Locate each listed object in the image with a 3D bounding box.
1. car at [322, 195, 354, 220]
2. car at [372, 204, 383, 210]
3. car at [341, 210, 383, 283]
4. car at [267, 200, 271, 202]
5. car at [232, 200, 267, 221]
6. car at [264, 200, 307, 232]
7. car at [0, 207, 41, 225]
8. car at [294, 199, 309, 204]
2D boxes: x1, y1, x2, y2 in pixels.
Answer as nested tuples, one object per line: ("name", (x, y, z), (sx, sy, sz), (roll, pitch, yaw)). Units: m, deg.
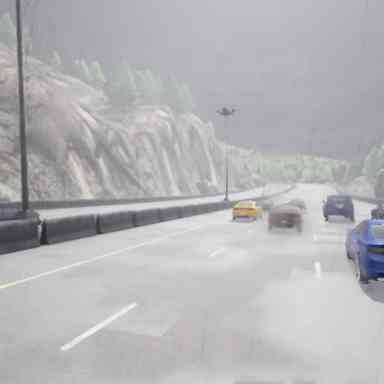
("car", (12.359, 1.277, 28.217), (2.150, 2.045, 5.566), (0, 0, 20))
("car", (15.146, 1.615, 25.638), (2.033, 1.411, 5.357), (0, 0, 20))
("car", (5.557, 1.502, 9.404), (1.882, 1.535, 5.008), (0, 0, 20))
("car", (8.557, 1.587, 38.297), (2.033, 1.411, 5.357), (0, 0, 20))
("car", (4.715, 1.499, 27.669), (1.882, 1.535, 5.008), (0, 0, 20))
("car", (5.954, 1.504, 20.800), (1.882, 1.535, 5.008), (0, 0, 20))
("car", (-10.432, 1.501, 17.240), (2.033, 1.411, 5.357), (0, 0, 20))
("car", (11.458, 1.558, 36.027), (1.837, 1.490, 4.892), (0, 0, 20))
